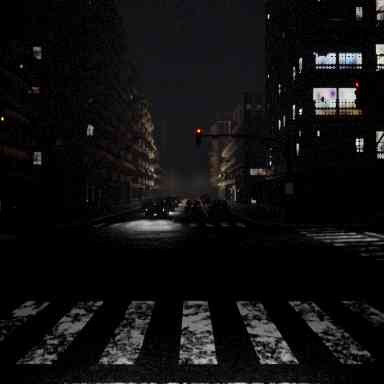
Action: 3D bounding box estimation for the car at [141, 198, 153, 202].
[{"bbox_3d":[-5.717,1.561,44.116,2.008,1.369,4.403,0,0,0],"label":"car"}]

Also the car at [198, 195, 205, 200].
[{"bbox_3d":[2.631,1.586,93.929,1.887,1.381,4.507,0,0,0],"label":"car"}]

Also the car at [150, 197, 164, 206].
[{"bbox_3d":[-5.724,1.580,55.186,1.947,1.339,4.313,0,0,0],"label":"car"}]

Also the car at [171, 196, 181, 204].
[{"bbox_3d":[-3.049,1.528,64.048,1.837,1.490,4.892,0,0,0],"label":"car"}]

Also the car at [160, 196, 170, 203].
[{"bbox_3d":[-5.735,1.569,71.787,1.887,1.381,4.507,0,0,0],"label":"car"}]

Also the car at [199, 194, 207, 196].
[{"bbox_3d":[2.653,1.599,60.724,1.802,1.307,4.206,0,0,0],"label":"car"}]

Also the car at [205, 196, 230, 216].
[{"bbox_3d":[2.671,1.447,33.053,1.967,1.590,4.097,0,0,0],"label":"car"}]

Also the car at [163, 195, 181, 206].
[{"bbox_3d":[-3.123,1.364,49.537,2.097,1.767,4.553,0,0,0],"label":"car"}]

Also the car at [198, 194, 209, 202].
[{"bbox_3d":[2.643,1.344,77.327,2.192,1.841,5.009,0,0,0],"label":"car"}]

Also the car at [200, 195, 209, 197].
[{"bbox_3d":[2.657,1.596,55.190,1.802,1.307,4.206,0,0,0],"label":"car"}]

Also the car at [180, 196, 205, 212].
[{"bbox_3d":[0.059,1.555,37.991,2.033,1.411,5.357,0,0,0],"label":"car"}]

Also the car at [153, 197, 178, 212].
[{"bbox_3d":[-3.118,1.572,39.538,1.994,1.385,4.181,0,0,0],"label":"car"}]

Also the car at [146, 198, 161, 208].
[{"bbox_3d":[-5.720,1.594,49.651,1.802,1.307,4.206,0,0,0],"label":"car"}]

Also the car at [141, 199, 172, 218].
[{"bbox_3d":[-3.118,1.606,30.419,1.895,1.301,4.718,0,0,0],"label":"car"}]
